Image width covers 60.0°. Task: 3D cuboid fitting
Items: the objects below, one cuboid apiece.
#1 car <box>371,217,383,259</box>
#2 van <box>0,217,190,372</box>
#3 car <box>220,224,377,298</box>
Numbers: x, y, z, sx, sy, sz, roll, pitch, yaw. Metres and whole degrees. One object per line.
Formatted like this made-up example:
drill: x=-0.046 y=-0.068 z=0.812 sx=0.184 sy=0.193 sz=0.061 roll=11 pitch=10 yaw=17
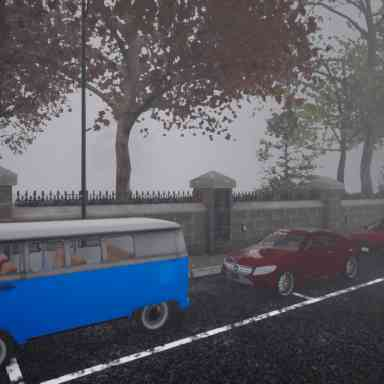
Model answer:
car: x=7.232 y=1.546 z=11.686 sx=4.507 sy=1.381 sz=1.887 roll=0 pitch=0 yaw=-35
van: x=-1.950 y=1.341 z=5.166 sx=3.998 sy=1.788 sz=1.690 roll=0 pitch=0 yaw=-35
car: x=2.641 y=1.582 z=8.426 sx=4.206 sy=1.307 sz=1.802 roll=0 pitch=0 yaw=-35
